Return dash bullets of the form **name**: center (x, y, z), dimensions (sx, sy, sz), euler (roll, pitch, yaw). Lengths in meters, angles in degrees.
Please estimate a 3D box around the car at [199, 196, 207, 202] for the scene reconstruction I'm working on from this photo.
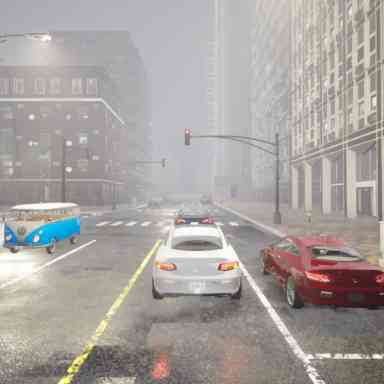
- **car**: center (2.676, 1.599, 79.412), dimensions (1.802, 1.307, 4.206), euler (1, 0, 0)

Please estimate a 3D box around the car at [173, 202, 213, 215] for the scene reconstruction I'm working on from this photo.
- **car**: center (0.071, 1.509, 17.410), dimensions (2.163, 1.488, 4.792), euler (0, 0, -1)

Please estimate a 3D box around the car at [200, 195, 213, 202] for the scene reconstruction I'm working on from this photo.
- **car**: center (2.683, 1.595, 56.793), dimensions (1.802, 1.307, 4.206), euler (1, 0, 0)

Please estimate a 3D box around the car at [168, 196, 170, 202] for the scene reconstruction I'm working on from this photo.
- **car**: center (-5.698, 1.580, 62.443), dimensions (1.947, 1.339, 4.313), euler (1, 0, 0)

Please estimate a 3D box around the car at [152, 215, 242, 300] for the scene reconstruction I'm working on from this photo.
- **car**: center (0.103, 1.528, 8.298), dimensions (1.812, 1.442, 4.674), euler (0, 0, 0)

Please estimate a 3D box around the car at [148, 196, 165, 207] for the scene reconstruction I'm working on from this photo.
- **car**: center (-5.694, 1.563, 51.133), dimensions (2.008, 1.369, 4.403), euler (1, 0, 0)

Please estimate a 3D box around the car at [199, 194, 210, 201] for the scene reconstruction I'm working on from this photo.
- **car**: center (2.686, 1.330, 62.448), dimensions (2.192, 1.841, 5.009), euler (1, 0, 0)

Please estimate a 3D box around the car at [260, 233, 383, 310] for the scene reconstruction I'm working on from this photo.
- **car**: center (2.699, 1.584, 7.536), dimensions (1.802, 1.307, 4.206), euler (1, 0, 0)

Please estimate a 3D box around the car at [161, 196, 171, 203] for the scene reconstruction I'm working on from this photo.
- **car**: center (-5.702, 1.598, 73.752), dimensions (1.802, 1.307, 4.206), euler (1, 0, 0)

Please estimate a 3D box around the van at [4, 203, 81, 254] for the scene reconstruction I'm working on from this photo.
- **van**: center (-5.766, 1.345, 13.217), dimensions (1.690, 1.788, 3.998), euler (1, 0, 0)

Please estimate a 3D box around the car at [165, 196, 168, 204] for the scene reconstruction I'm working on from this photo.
- **car**: center (-5.696, 1.564, 56.788), dimensions (2.008, 1.369, 4.403), euler (1, 0, 0)

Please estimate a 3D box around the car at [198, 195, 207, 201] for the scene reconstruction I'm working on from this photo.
- **car**: center (2.675, 1.569, 85.066), dimensions (2.008, 1.369, 4.403), euler (1, 0, 0)
